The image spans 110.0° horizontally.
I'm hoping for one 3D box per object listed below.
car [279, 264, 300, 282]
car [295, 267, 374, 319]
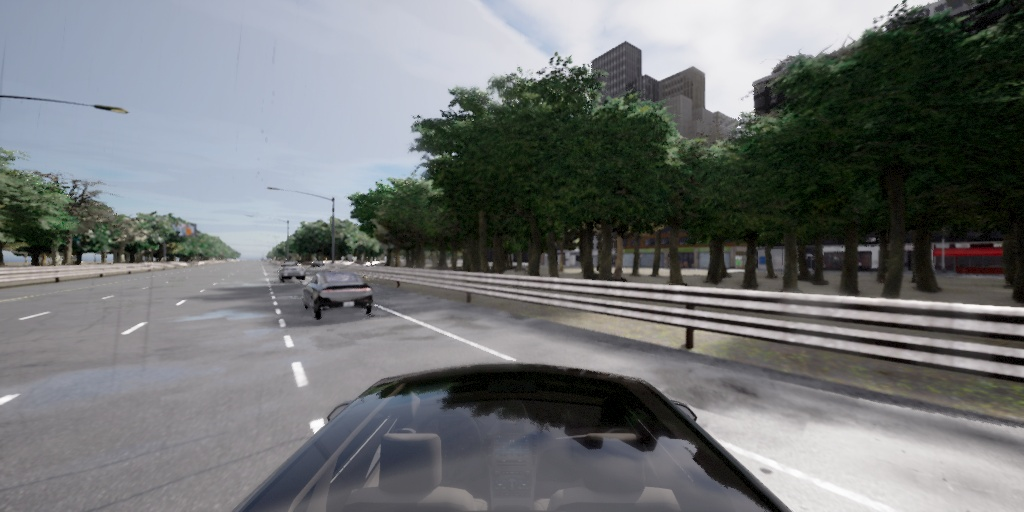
[{"bbox_3d":[-19.823,1.602,32.307,1.895,1.301,4.718,0,-1,-35],"label":"car"},{"bbox_3d":[-6.606,1.339,13.453,2.128,1.511,4.902,0,-1,-35],"label":"car"}]
